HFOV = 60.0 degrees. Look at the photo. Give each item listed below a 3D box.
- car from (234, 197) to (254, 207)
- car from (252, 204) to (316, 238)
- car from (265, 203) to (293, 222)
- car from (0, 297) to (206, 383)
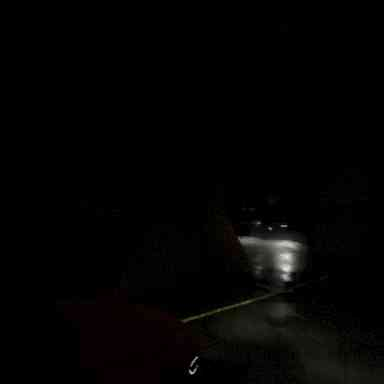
[{"bbox_3d":[9.264,1.742,59.195,2.097,1.767,4.553,0,0,-17],"label":"car"},{"bbox_3d":[5.510,1.641,18.877,1.837,1.490,4.892,1,0,39],"label":"car"},{"bbox_3d":[7.790,1.773,29.531,1.994,1.385,4.181,0,0,19],"label":"car"},{"bbox_3d":[-2.168,1.481,2.383,5.008,1.535,1.882,1,0,-36],"label":"car"}]
